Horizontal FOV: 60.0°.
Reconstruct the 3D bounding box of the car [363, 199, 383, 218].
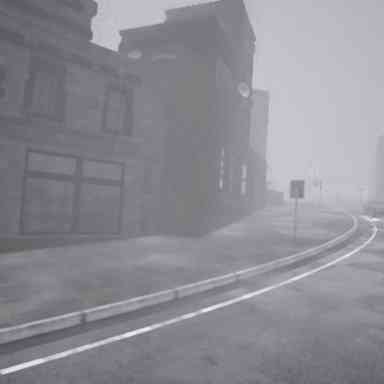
[{"bbox_3d":[16.122,1.366,28.555,1.837,1.490,4.892,3,2,15],"label":"car"}]
